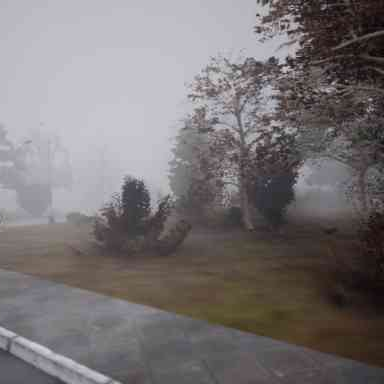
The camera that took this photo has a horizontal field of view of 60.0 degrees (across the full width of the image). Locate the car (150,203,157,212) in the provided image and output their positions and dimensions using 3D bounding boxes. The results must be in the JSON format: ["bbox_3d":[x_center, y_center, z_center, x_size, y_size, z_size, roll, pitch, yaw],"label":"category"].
[{"bbox_3d":[-7.320,2.787,57.908,2.097,1.767,4.553,-4,-2,32],"label":"car"}]
